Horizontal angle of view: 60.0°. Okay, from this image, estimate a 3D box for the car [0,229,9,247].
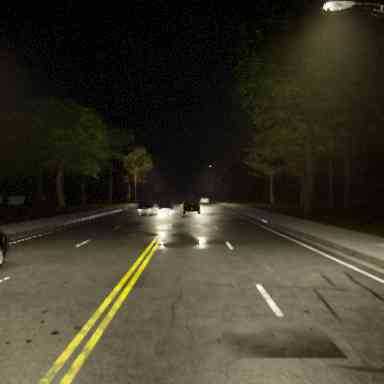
[{"bbox_3d":[-6.608,1.536,8.399,1.837,1.490,4.892,0,0,0],"label":"car"}]

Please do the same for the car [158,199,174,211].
[{"bbox_3d":[-3.532,1.729,45.403,1.837,1.490,4.892,0,-1,0],"label":"car"}]

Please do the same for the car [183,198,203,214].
[{"bbox_3d":[-0.041,1.656,38.127,1.882,1.535,5.008,0,0,0],"label":"car"}]

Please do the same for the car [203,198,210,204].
[{"bbox_3d":[2.748,1.949,72.630,1.812,1.442,4.674,0,0,-1],"label":"car"}]

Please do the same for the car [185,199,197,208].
[{"bbox_3d":[-0.204,1.899,56.363,1.895,1.301,4.718,0,0,-1],"label":"car"}]

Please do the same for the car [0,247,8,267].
[{"bbox_3d":[-3.351,1.499,1.914,2.128,1.511,4.902,0,0,0],"label":"car"}]

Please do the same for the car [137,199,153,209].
[{"bbox_3d":[-6.817,1.796,49.307,2.033,1.411,5.357,0,0,0],"label":"car"}]
